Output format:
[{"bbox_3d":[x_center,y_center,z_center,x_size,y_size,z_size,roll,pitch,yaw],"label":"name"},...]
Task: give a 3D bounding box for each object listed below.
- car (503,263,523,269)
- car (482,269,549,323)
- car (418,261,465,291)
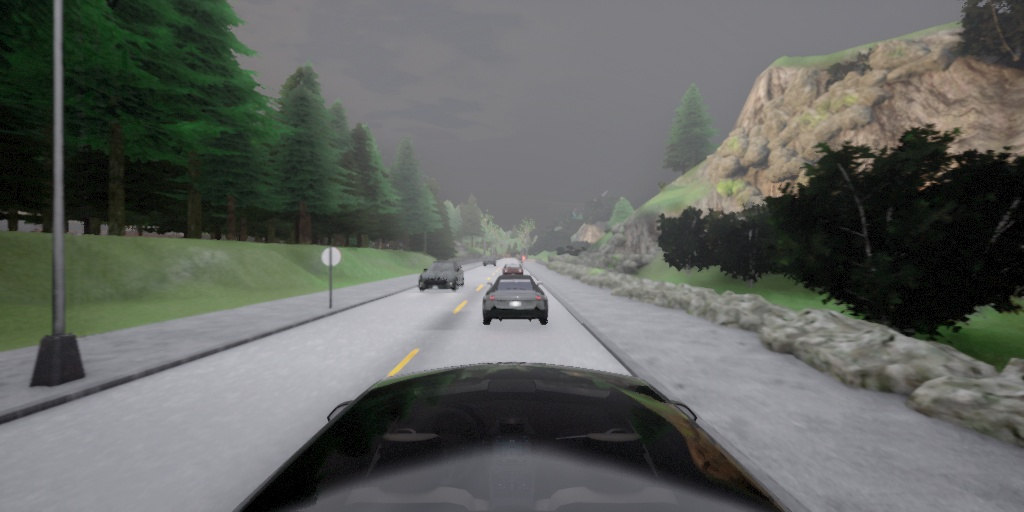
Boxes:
[{"bbox_3d":[0.098,1.330,33.258,1.895,1.301,4.718,0,0,0],"label":"car"},{"bbox_3d":[0.099,1.307,12.044,1.994,1.385,4.181,0,0,0],"label":"car"},{"bbox_3d":[-4.100,1.089,21.411,2.097,1.767,4.553,0,0,0],"label":"car"}]
